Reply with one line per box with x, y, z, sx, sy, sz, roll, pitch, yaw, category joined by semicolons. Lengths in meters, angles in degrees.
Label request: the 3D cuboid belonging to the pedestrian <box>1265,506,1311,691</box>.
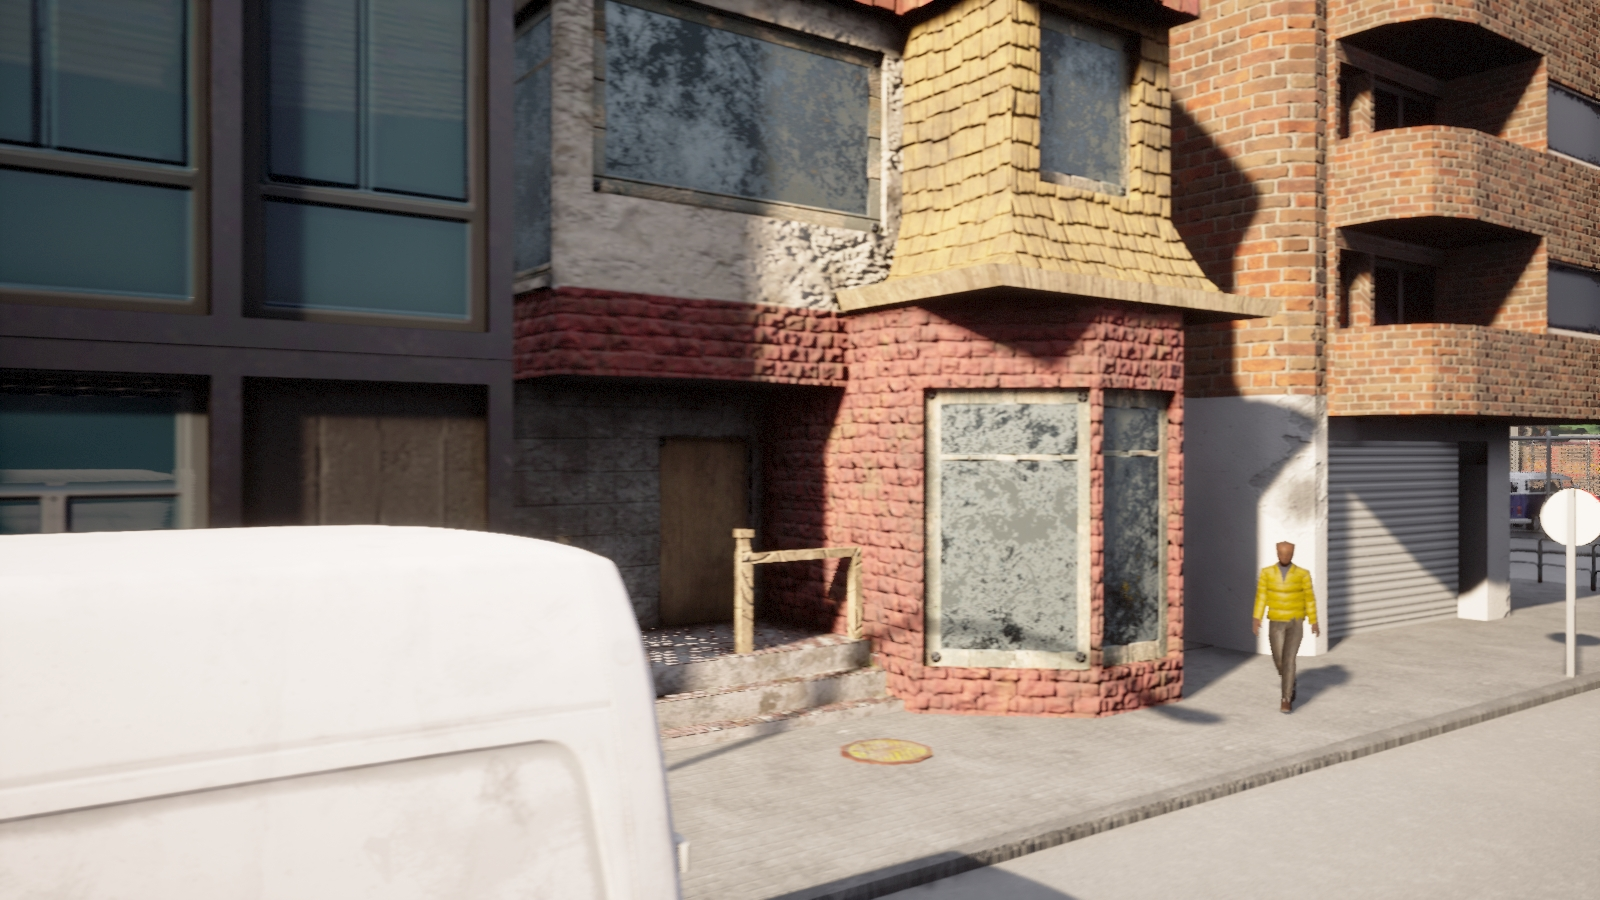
5.082;1.525;11.896;0.375;1.860;0.375;0;0;33;pedestrian

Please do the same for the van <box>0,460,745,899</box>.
-3.141;1.315;2.145;5.915;2.561;1.988;0;0;-35;van
